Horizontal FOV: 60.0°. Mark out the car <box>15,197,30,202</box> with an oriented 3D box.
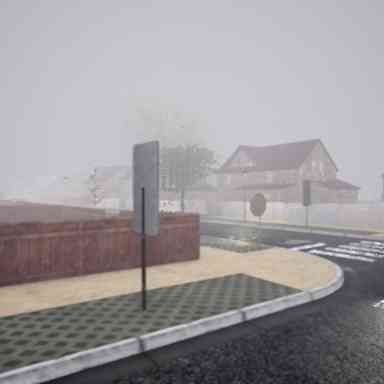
[{"bbox_3d":[-40.177,2.079,79.398,1.994,1.385,4.181,0,0,-37],"label":"car"}]
